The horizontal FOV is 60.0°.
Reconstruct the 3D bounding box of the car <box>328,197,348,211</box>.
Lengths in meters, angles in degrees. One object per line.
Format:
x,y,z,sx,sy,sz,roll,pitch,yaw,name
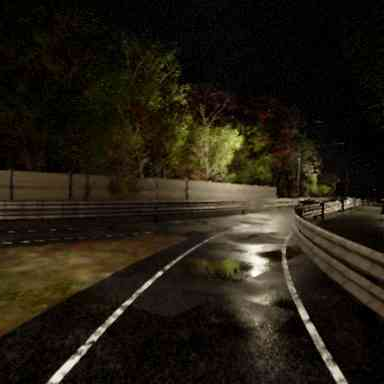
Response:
17.854,1.570,41.641,1.837,1.490,4.892,2,1,33,car

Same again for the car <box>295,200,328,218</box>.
10.665,1.495,30.199,1.837,1.490,4.892,2,1,32,car
